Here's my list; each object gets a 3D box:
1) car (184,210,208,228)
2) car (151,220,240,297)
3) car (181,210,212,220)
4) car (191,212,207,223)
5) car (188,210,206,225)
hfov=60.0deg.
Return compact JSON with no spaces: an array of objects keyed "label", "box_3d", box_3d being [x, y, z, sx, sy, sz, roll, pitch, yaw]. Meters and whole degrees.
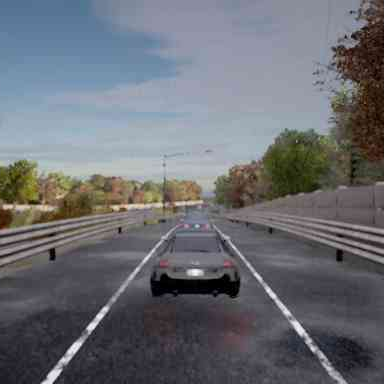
[{"label":"car","box_3d":[0.401,2.466,31.237,2.128,1.511,4.902,0,-3,1]},{"label":"car","box_3d":[0.092,1.659,8.829,1.994,1.385,4.181,0,-1,1]},{"label":"car","box_3d":[0.299,1.979,20.359,2.033,1.411,5.357,0,-2,1]},{"label":"car","box_3d":[1.078,3.526,45.702,2.033,1.411,5.357,0,-4,3]},{"label":"car","box_3d":[0.614,2.868,37.571,1.882,1.535,5.008,0,-4,2]}]
